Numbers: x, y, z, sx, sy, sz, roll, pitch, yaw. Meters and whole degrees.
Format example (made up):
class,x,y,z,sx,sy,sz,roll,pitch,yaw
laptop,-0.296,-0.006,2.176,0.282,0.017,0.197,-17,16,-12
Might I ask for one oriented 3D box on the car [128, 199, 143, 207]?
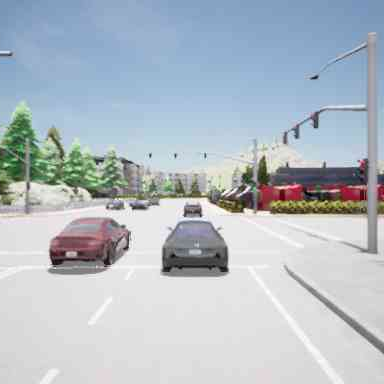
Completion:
class,x,y,z,sx,sy,sz,roll,pitch,yaw
car,-10.547,1.972,62.094,1.895,1.301,4.718,0,0,1

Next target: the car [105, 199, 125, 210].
class,x,y,z,sx,sy,sz,roll,pitch,yaw
car,-10.600,1.766,46.098,2.128,1.511,4.902,0,0,0

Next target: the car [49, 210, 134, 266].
class,x,y,z,sx,sy,sz,roll,pitch,yaw
car,-3.407,1.588,11.713,1.812,1.442,4.674,0,0,0

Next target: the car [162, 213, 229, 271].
class,x,y,z,sx,sy,sz,roll,pitch,yaw
car,0.091,1.632,11.172,1.994,1.385,4.181,0,0,0

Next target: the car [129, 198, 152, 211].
class,x,y,z,sx,sy,sz,roll,pitch,yaw
car,-7.102,1.875,45.830,1.895,1.301,4.718,0,0,0

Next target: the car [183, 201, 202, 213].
class,x,y,z,sx,sy,sz,roll,pitch,yaw
car,0.087,1.703,35.023,2.128,1.511,4.902,0,0,0

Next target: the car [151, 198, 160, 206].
class,x,y,z,sx,sy,sz,roll,pitch,yaw
car,-7.046,1.879,62.587,1.837,1.490,4.892,0,0,0

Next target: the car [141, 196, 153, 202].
class,x,y,z,sx,sy,sz,roll,pitch,yaw
car,-10.528,1.618,77.501,2.033,1.411,5.357,0,0,0
